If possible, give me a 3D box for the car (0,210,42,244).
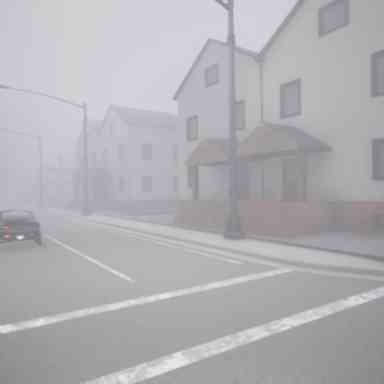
[{"bbox_3d":[-8.265,1.586,15.415,1.837,1.490,4.892,-1,0,-34],"label":"car"}]
